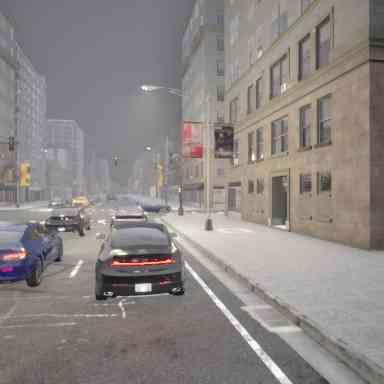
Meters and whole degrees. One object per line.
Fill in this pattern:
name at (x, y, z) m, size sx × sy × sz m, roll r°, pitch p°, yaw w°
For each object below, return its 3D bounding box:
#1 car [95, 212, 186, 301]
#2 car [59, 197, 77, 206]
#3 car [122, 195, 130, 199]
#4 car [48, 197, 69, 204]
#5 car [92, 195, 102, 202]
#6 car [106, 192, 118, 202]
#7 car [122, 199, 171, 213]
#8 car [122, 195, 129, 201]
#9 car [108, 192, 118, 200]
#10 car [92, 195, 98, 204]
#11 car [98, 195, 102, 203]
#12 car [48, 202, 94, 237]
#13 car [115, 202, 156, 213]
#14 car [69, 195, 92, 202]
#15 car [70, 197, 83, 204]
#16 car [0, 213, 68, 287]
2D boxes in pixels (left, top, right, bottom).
car at (-1.368, 1.506, 8.470) m, size 1.837 × 1.490 × 4.892 m, roll 0°, pitch 0°, yaw -11°
car at (-21.436, 1.568, 57.745) m, size 2.033 × 1.411 × 5.357 m, roll 0°, pitch 0°, yaw -11°
car at (-15.928, 1.617, 80.021) m, size 1.895 × 1.301 × 4.718 m, roll 0°, pitch 0°, yaw -11°
car at (-19.583, 1.510, 48.176) m, size 2.128 × 1.511 × 4.902 m, roll 0°, pitch 0°, yaw -14°
car at (-22.056, 1.497, 77.531) m, size 1.837 × 1.490 × 4.892 m, roll 0°, pitch 0°, yaw -11°
car at (-18.788, 1.243, 77.767) m, size 2.150 × 2.045 × 5.566 m, roll 0°, pitch 0°, yaw -11°
car at (-4.464, 1.613, 33.140) m, size 4.718 × 1.301 × 1.895 m, roll 0°, pitch 0°, yaw -11°
car at (-17.906, 1.499, 89.816) m, size 1.882 × 1.535 × 5.008 m, roll 0°, pitch 0°, yaw -11°
car at (-20.852, 1.115, 87.980) m, size 2.150 × 2.045 × 5.566 m, roll 0°, pitch 0°, yaw -11°
car at (-18.175, 1.373, 58.038) m, size 2.097 × 1.767 × 4.553 m, roll 0°, pitch 0°, yaw -12°
car at (-20.059, 1.574, 67.648) m, size 1.994 × 1.385 × 4.181 m, roll 0°, pitch 0°, yaw -11°
car at (-6.606, 1.509, 17.998) m, size 1.837 × 1.490 × 4.892 m, roll 0°, pitch 0°, yaw -11°
car at (-3.311, 1.495, 17.591) m, size 2.128 × 1.511 × 4.902 m, roll 0°, pitch 0°, yaw -11°
car at (-16.371, 1.496, 48.952) m, size 1.882 × 1.535 × 5.008 m, roll 0°, pitch 0°, yaw -11°
car at (-23.362, 1.617, 67.586) m, size 1.895 × 1.301 × 4.718 m, roll 0°, pitch 0°, yaw -11°
car at (-4.793, 1.527, 9.032) m, size 1.812 × 1.442 × 4.674 m, roll 0°, pitch 0°, yaw -11°
